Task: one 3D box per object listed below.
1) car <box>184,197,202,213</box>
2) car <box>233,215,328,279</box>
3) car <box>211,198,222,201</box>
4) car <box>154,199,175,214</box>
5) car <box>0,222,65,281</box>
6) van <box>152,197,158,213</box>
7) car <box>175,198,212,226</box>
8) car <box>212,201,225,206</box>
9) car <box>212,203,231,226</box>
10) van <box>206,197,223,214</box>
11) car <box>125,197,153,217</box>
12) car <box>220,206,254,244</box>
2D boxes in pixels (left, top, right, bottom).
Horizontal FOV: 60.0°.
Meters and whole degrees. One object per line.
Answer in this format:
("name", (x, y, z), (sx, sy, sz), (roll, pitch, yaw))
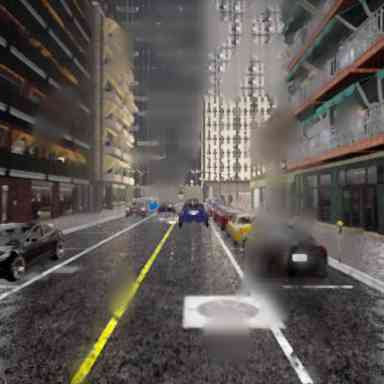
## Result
("car", (0.120, 1.576, 40.721), (2.097, 1.767, 4.553), (0, 0, 0))
("car", (2.575, 1.614, 10.016), (1.947, 1.339, 4.313), (0, 0, 0))
("car", (2.585, 1.614, 32.774), (1.967, 1.590, 4.097), (0, 0, 0))
("car", (-2.815, 1.771, 38.098), (1.994, 1.385, 4.181), (0, 0, 0))
("car", (-5.306, 1.614, 10.013), (1.947, 1.339, 4.313), (0, 0, 0))
("van", (-5.292, 1.550, 38.463), (1.690, 1.788, 3.998), (0, 0, 0))
("car", (0.113, 1.477, 24.325), (2.097, 1.767, 4.553), (0, 0, 0))
("car", (2.582, 1.685, 27.084), (1.887, 1.381, 4.507), (0, 0, 0))
("car", (2.580, 1.652, 21.394), (1.887, 1.381, 4.507), (0, 0, 0))
("van", (2.588, 1.551, 38.465), (1.690, 1.788, 3.998), (0, 0, 0))
("car", (-5.295, 1.614, 32.772), (1.967, 1.590, 4.097), (0, 0, 0))
("car", (2.577, 1.603, 15.876), (1.752, 1.417, 4.829), (0, 0, 0))
